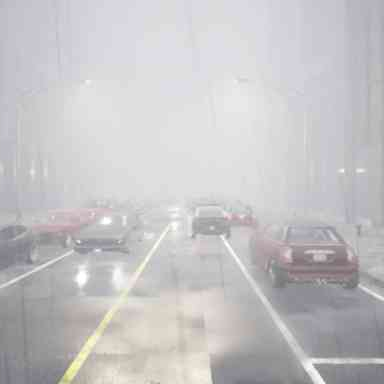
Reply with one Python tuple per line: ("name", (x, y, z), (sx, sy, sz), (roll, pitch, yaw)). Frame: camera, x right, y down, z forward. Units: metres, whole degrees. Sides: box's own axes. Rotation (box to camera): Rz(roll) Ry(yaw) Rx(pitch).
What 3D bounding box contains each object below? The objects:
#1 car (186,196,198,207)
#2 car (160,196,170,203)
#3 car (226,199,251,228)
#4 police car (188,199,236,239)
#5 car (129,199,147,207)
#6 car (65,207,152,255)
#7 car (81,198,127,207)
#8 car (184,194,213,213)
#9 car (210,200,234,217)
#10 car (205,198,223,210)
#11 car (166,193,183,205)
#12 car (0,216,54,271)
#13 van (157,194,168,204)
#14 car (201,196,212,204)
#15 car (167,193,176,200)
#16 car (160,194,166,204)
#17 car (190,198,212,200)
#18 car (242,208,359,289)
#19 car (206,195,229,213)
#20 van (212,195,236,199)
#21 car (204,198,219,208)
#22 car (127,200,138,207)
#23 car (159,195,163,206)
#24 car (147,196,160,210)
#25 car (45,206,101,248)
("car", (0.008, 1.463, 52.317), (1.882, 1.535, 5.008), (0, 0, 0))
("car", (-5.749, 1.507, 70.962), (1.752, 1.417, 4.829), (0, 0, 0))
("car", (2.769, 1.434, 20.413), (1.967, 1.590, 4.097), (0, 0, 0))
("police car", (0.903, 1.420, 17.594), (1.930, 1.638, 5.238), (0, 0, 0))
("car", (-5.754, 1.431, 31.678), (1.967, 1.590, 4.097), (0, 0, 0))
("car", (-3.098, 1.543, 13.611), (2.033, 1.411, 5.357), (0, 0, 0))
("car", (-5.756, 1.309, 20.405), (2.192, 1.841, 5.009), (0, 0, 0))
("car", (0.656, 1.342, 33.364), (2.097, 1.767, 4.553), (0, 0, -5))
("car", (2.770, 1.536, 31.686), (1.887, 1.381, 4.507), (0, 0, 0))
("car", (2.772, 1.554, 42.960), (1.947, 1.339, 4.313), (0, 0, 0))
("car", (-2.991, 1.316, 55.494), (2.128, 1.511, 4.902), (0, 0, 0))
("car", (-5.758, 1.563, 9.132), (1.947, 1.339, 4.313), (0, 0, 0))
("van", (-5.749, 1.324, 65.496), (1.690, 1.788, 3.998), (0, 0, 0))
("car", (2.775, 1.549, 65.507), (1.947, 1.339, 4.313), (0, 0, 0))
("car", (-5.745, 1.298, 93.677), (2.192, 1.841, 5.009), (0, 0, 0))
("car", (-5.751, 1.425, 54.223), (1.967, 1.590, 4.097), (0, 0, 0))
("car", (0.905, 1.497, 27.484), (1.837, 1.490, 4.892), (0, 0, 0))
("car", (2.767, 1.437, 9.139), (1.967, 1.590, 4.097), (0, 0, 0))
("car", (2.772, 1.305, 37.324), (2.192, 1.841, 5.009), (0, 0, 0))
("van", (2.770, 1.334, 26.050), (1.690, 1.788, 3.998), (0, 0, 0))
("car", (2.773, 1.553, 48.597), (1.947, 1.339, 4.313), (0, 0, 0))
("car", (-5.756, 1.558, 26.041), (1.947, 1.339, 4.313), (0, 0, 0))
("car", (-5.752, 1.512, 48.417), (1.752, 1.417, 4.829), (0, 0, 0))
("car", (-5.753, 1.539, 42.950), (2.008, 1.369, 4.403), (0, 0, 0))
("car", (-5.757, 1.540, 14.768), (1.887, 1.381, 4.507), (0, 0, 0))
